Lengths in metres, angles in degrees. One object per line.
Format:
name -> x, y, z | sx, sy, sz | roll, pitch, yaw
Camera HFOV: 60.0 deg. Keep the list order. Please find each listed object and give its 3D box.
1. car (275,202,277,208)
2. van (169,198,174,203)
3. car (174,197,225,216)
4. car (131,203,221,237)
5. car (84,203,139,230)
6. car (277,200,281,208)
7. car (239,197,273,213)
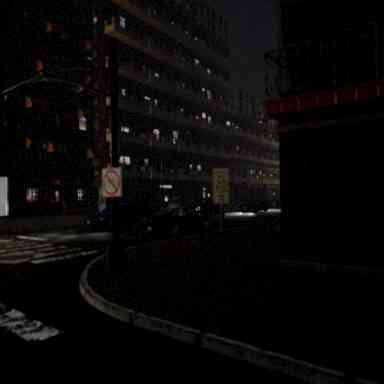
car -> 9.190, 1.416, 44.158 | 1.967, 1.590, 4.097 | -1, -1, 36
van -> -0.567, 1.350, 30.589 | 1.690, 1.788, 3.998 | -1, -1, 36
car -> 0.926, 1.313, 28.442 | 2.097, 1.767, 4.553 | -1, -1, 36
car -> -0.668, 1.427, 16.944 | 2.008, 1.369, 4.403 | -1, -1, 36
car -> -4.429, 1.460, 20.993 | 1.882, 1.535, 5.008 | -1, -1, 36
car -> 12.875, 1.411, 44.961 | 2.128, 1.511, 4.902 | -1, -1, 37
car -> 6.779, 1.505, 36.552 | 1.994, 1.385, 4.181 | -1, -1, 36
